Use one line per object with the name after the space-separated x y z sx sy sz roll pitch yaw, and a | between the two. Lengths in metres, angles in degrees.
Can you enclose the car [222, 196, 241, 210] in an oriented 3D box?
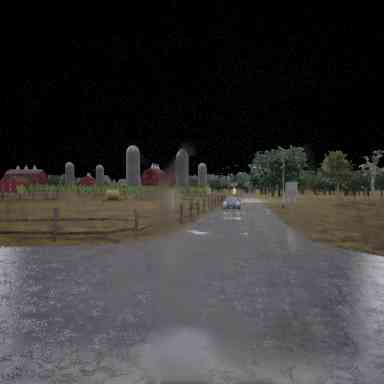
4.921 1.284 40.808 2.097 1.767 4.553 0 0 10 | car
